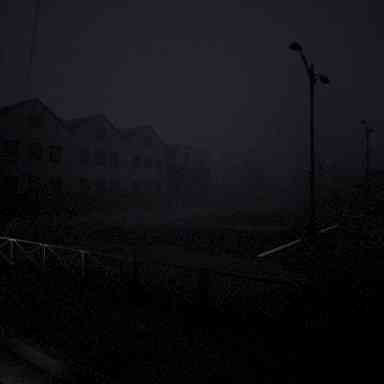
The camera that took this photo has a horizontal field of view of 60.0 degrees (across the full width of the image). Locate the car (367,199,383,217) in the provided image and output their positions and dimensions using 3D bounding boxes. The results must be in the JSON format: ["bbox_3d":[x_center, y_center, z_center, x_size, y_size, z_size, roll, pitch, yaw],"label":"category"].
[{"bbox_3d":[15.411,1.298,26.818,2.007,1.523,4.514,0,0,35],"label":"car"}]
